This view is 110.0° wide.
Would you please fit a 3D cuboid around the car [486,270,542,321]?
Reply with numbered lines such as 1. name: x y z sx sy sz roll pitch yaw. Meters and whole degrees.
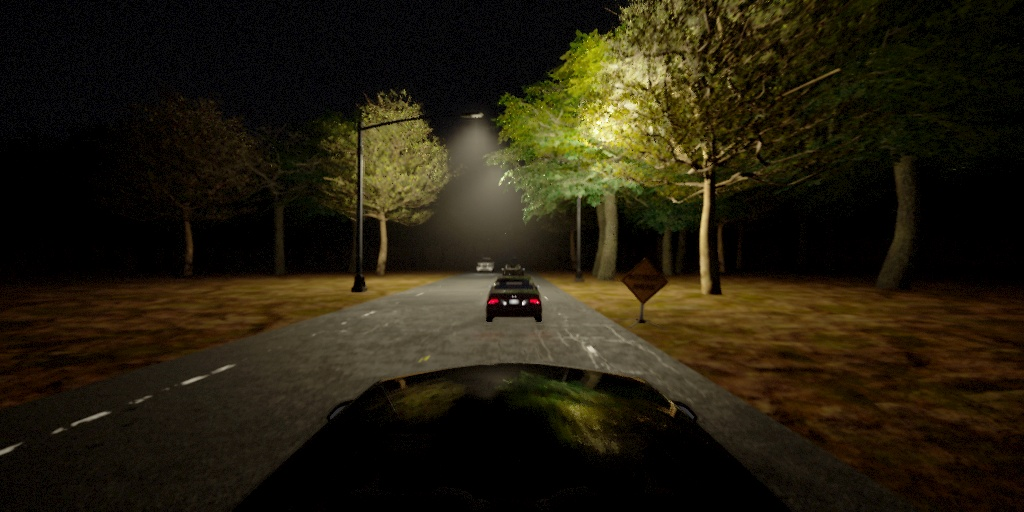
1. car: 0.074 1.420 13.050 2.033 1.411 5.357 0 -1 0

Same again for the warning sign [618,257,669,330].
1. warning sign: 3.551 0.958 9.887 1.300 1.860 1.060 0 0 0

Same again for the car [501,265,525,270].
1. car: 0.093 1.520 32.419 1.837 1.490 4.892 0 0 0

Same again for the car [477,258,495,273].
1. car: -3.572 1.298 49.402 2.150 2.045 5.566 0 0 0
